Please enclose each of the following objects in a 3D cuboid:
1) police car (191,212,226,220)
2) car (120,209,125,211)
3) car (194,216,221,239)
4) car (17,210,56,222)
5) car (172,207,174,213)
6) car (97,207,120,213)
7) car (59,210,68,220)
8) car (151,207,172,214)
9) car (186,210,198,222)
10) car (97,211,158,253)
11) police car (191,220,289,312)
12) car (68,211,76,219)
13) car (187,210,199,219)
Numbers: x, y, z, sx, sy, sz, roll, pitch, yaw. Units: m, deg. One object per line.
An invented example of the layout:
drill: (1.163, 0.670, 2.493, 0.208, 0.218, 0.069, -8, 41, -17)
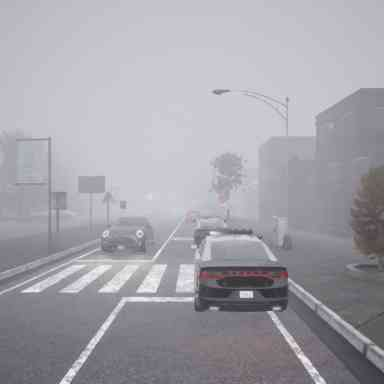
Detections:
police car: (1.034, 2.179, 18.658, 1.930, 1.638, 5.238, 0, -2, 0)
car: (-21.553, 5.218, 89.868, 5.008, 1.535, 2.097, 0, -3, 0)
car: (1.060, 2.527, 24.543, 1.812, 1.442, 4.674, 0, -2, 0)
car: (-21.773, 3.396, 46.155, 4.674, 1.452, 2.002, 0, -2, 0)
car: (-8.497, 4.963, 89.809, 5.566, 2.045, 2.435, 0, -3, 0)
car: (-21.571, 4.964, 84.306, 5.008, 1.535, 2.097, 0, -2, 0)
car: (-21.753, 3.495, 49.430, 4.892, 1.521, 2.231, 0, -2, 0)
car: (-8.476, 5.086, 87.000, 4.892, 1.521, 2.231, 0, -3, 0)
car: (0.204, 3.277, 46.658, 2.097, 1.767, 4.553, 0, -2, 1)
car: (-3.189, 2.027, 17.272, 2.097, 1.767, 4.553, 0, -3, 0)
police car: (0.998, 1.766, 8.656, 1.930, 1.638, 5.238, 0, -2, 0)
car: (-21.747, 3.631, 52.700, 5.008, 1.535, 2.097, 0, -2, 0)
car: (0.245, 4.032, 60.089, 2.033, 1.411, 5.357, 0, -2, 0)
